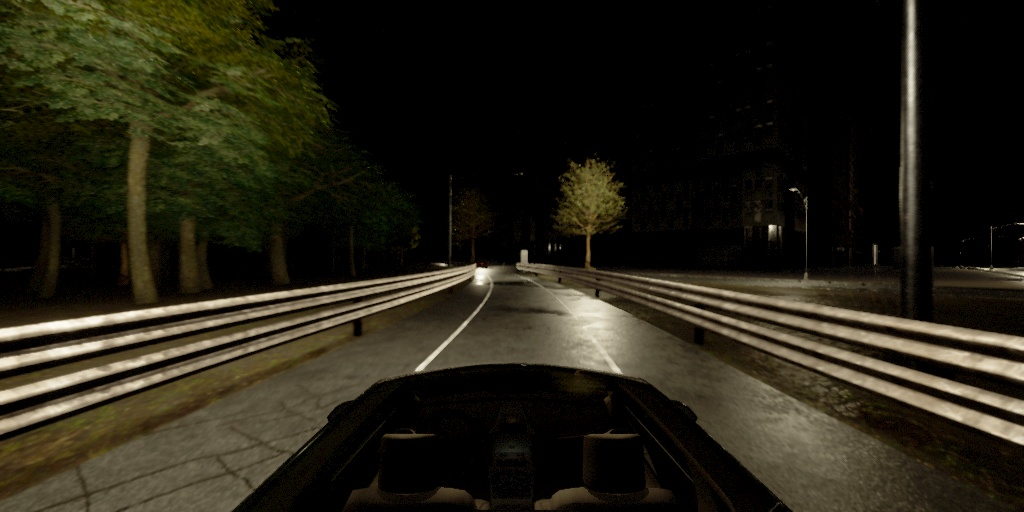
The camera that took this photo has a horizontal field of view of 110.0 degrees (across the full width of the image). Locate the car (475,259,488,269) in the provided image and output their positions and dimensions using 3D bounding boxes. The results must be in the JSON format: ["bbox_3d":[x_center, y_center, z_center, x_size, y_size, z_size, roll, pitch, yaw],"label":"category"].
[{"bbox_3d":[-5.753,1.398,63.257,2.097,1.767,4.553,0,0,-17],"label":"car"}]
